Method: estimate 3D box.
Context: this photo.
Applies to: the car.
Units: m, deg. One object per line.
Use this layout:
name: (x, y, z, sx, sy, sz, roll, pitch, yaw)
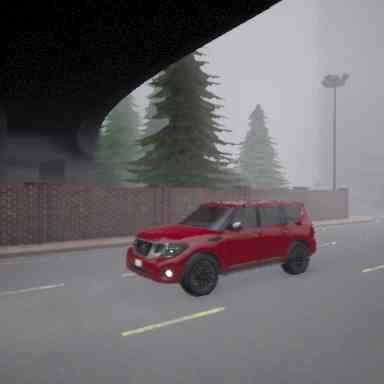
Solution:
car: (1.058, 1.236, 9.027, 5.566, 2.045, 2.150, 0, 0, -35)
